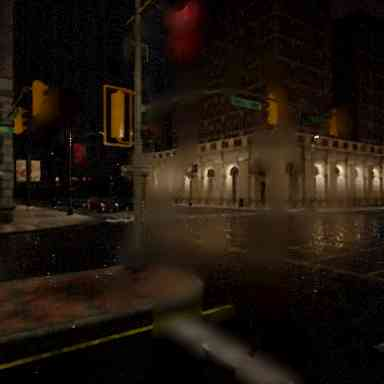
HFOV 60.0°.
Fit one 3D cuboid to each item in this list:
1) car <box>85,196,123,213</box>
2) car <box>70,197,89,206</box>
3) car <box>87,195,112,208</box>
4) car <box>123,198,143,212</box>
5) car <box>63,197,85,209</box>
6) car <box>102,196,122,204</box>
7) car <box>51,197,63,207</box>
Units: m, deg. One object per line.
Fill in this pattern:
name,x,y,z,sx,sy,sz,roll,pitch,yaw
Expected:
car,-9.890,1.362,37.191,2.097,1.767,4.553,0,0,-36
car,-19.127,1.538,56.292,1.812,1.442,4.674,0,0,-35
car,-13.379,1.364,48.080,2.097,1.767,4.553,0,0,-35
car,-7.605,1.489,40.004,1.882,1.535,5.008,0,0,-36
car,-15.226,1.501,44.627,2.128,1.511,4.902,0,0,-35
car,-15.213,1.508,63.034,2.128,1.511,4.902,0,0,-35
car,-20.928,1.515,52.736,1.837,1.490,4.892,0,0,-35
